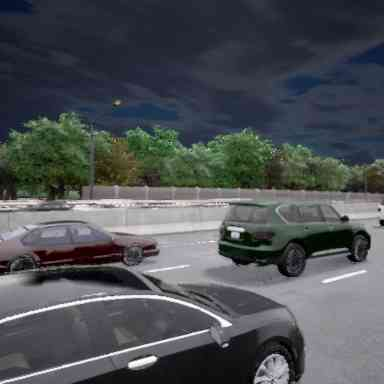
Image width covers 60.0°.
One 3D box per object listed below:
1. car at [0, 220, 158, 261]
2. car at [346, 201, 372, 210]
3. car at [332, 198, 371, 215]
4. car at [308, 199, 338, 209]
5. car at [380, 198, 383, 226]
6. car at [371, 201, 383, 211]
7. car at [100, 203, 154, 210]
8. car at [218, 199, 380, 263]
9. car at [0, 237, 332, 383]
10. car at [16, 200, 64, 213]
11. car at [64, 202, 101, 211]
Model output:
[{"bbox_3d":[-3.629,1.555,9.757,5.357,1.411,2.033,0,0,-36],"label":"car"},{"bbox_3d":[26.733,2.146,53.117,4.181,1.385,1.994,1,-1,-35],"label":"car"},{"bbox_3d":[18.628,1.654,38.776,4.553,1.767,2.097,1,-1,-35],"label":"car"},{"bbox_3d":[21.040,1.981,53.372,4.902,1.511,2.128,1,-1,-35],"label":"car"},{"bbox_3d":[15.018,1.365,23.067,5.566,2.045,2.150,1,0,-36],"label":"car"},{"bbox_3d":[29.912,2.159,51.070,5.357,1.411,2.033,1,-1,-35],"label":"car"},{"bbox_3d":[-4.487,1.638,26.591,4.718,1.301,1.895,0,0,-36],"label":"car"},{"bbox_3d":[3.336,1.247,10.428,5.566,2.045,2.150,0,0,-36],"label":"car"},{"bbox_3d":[-0.921,1.508,3.213,4.892,1.490,1.837,0,0,-36],"label":"car"},{"bbox_3d":[-12.737,1.522,29.302,4.892,1.490,1.837,0,0,-36],"label":"car"},{"bbox_3d":[-8.038,1.630,28.357,4.718,1.301,1.895,0,0,-36],"label":"car"}]
